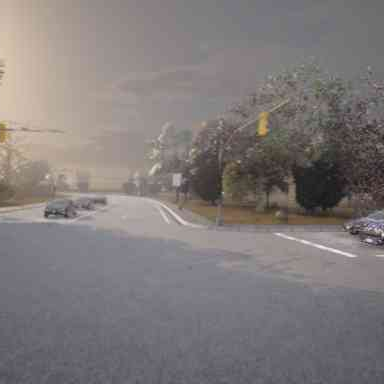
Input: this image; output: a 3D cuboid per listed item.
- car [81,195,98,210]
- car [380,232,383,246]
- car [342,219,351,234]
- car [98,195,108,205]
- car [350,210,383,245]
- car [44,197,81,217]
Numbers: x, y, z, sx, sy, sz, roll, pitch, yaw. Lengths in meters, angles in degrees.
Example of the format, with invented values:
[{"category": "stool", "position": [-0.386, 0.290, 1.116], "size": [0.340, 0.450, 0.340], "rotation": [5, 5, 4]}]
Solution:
[{"category": "car", "position": [-12.491, 1.292, 38.557], "size": [1.837, 1.490, 4.892], "rotation": [1, 0, -8]}, {"category": "car", "position": [6.636, 1.715, 7.107], "size": [4.181, 1.385, 1.994], "rotation": [1, 0, -11]}, {"category": "car", "position": [10.931, 1.756, 18.704], "size": [4.892, 1.490, 1.837], "rotation": [1, 0, -11]}, {"category": "car", "position": [-14.504, 1.190, 52.641], "size": [1.882, 1.535, 5.008], "rotation": [1, 0, -9]}, {"category": "car", "position": [9.978, 1.578, 14.961], "size": [4.553, 1.767, 2.097], "rotation": [1, 0, -11]}, {"category": "car", "position": [-11.154, 1.316, 28.466], "size": [1.837, 1.490, 4.892], "rotation": [1, 0, -8]}]
